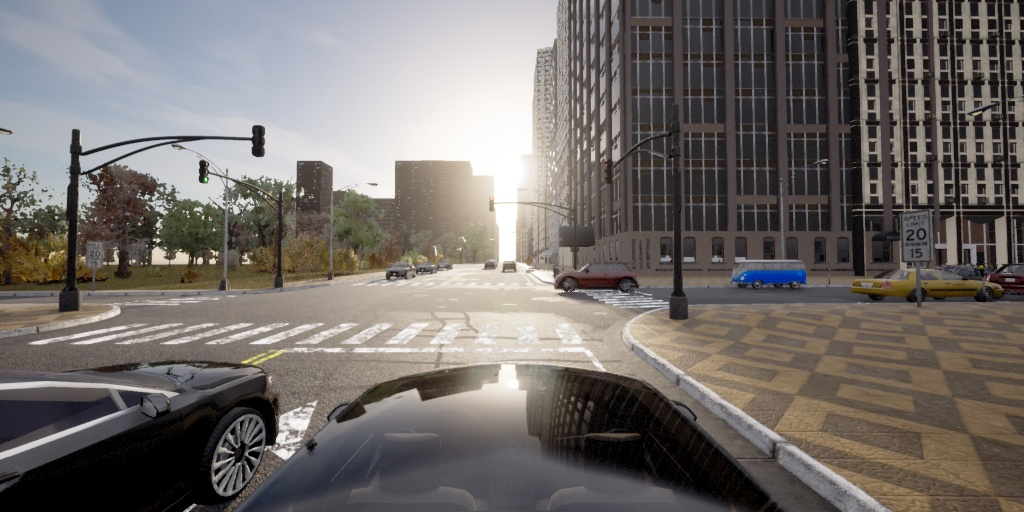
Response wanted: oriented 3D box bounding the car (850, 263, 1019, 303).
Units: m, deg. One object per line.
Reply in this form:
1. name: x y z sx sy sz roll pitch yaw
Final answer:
1. car: 16.215 1.075 14.073 4.829 1.417 1.751 0 0 -1

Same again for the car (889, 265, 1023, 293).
1. car: 24.452 1.211 19.686 5.357 1.411 2.033 0 -2 -1

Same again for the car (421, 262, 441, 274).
1. car: -10.226 1.416 42.971 1.994 1.385 4.181 0 0 0

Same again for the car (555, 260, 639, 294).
1. car: 4.715 1.139 20.262 4.553 1.767 2.097 -1 -2 13

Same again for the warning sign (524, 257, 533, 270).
1. warning sign: 2.396 1.003 50.903 1.300 1.860 1.060 0 0 -1

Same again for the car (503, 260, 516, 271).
1. car: -0.380 1.380 53.657 1.882 1.535 5.008 0 0 -1

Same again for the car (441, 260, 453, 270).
1. car: -10.337 1.402 55.181 2.128 1.511 4.902 0 0 -1

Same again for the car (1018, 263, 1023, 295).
1. car: 21.629 0.962 14.190 4.097 1.591 1.967 0 0 -1

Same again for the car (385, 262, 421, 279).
1. car: -10.148 1.321 33.073 1.837 1.490 4.892 0 0 -2

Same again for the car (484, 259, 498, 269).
1. car: -3.816 1.461 62.736 1.837 1.490 4.892 0 0 -1

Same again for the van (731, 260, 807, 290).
1. van: 15.760 1.123 22.087 3.998 1.789 1.690 0 0 -1

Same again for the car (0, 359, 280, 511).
1. car: -3.140 1.242 1.495 2.128 1.511 4.902 0 0 -1
